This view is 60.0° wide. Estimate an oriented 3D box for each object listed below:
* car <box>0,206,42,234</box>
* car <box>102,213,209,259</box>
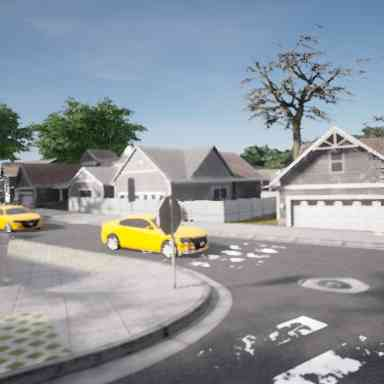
[{"bbox_3d":[-11.516,1.652,21.402,5.008,1.535,1.882,0,3,40],"label":"car"},{"bbox_3d":[-1.642,1.677,13.986,5.008,1.535,1.882,0,3,35],"label":"car"}]
